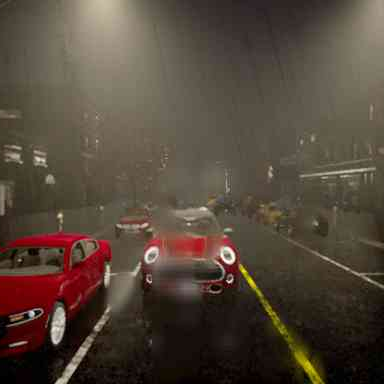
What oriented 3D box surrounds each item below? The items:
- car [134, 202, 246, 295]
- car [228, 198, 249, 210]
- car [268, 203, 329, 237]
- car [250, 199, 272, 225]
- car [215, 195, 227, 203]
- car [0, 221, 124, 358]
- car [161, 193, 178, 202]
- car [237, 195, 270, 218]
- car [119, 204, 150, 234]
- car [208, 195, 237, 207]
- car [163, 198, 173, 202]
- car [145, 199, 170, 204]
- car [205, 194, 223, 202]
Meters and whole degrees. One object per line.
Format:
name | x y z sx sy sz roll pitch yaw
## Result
car | -0.056 1.311 8.813 2.097 1.767 4.553 0 0 0
car | 5.440 1.399 39.511 1.802 1.307 4.206 -1 0 0
car | 5.578 1.486 17.319 1.947 1.339 4.313 -1 0 0
car | 5.543 1.419 23.036 1.752 1.417 4.829 -1 0 0
car | 5.301 1.237 61.874 1.752 1.417 4.829 -1 0 0
car | -2.733 1.515 6.168 1.887 1.381 4.507 -1 0 0
car | -2.977 1.105 45.004 2.192 1.841 5.009 -1 0 0
car | 5.507 1.184 28.414 2.192 1.841 5.009 -1 0 0
car | -2.802 1.501 17.264 1.802 1.307 4.206 -1 0 0
car | 2.886 1.350 30.546 2.128 1.511 4.902 0 0 0
car | -2.871 1.450 28.361 1.802 1.307 4.206 -1 0 0
car | -2.837 1.444 22.812 2.008 1.369 4.403 -1 0 0
car | 2.787 1.267 45.204 1.882 1.535 5.008 0 0 0
